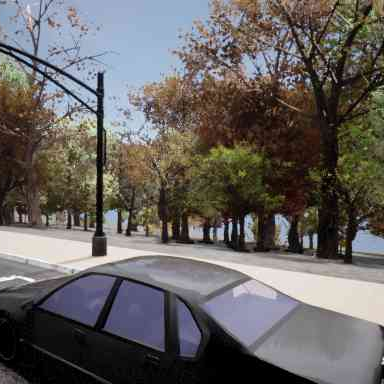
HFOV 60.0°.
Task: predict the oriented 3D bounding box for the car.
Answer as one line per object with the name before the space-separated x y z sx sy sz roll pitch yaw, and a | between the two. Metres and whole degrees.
car | -0.558 1.547 4.076 5.357 1.411 2.033 0 0 35
